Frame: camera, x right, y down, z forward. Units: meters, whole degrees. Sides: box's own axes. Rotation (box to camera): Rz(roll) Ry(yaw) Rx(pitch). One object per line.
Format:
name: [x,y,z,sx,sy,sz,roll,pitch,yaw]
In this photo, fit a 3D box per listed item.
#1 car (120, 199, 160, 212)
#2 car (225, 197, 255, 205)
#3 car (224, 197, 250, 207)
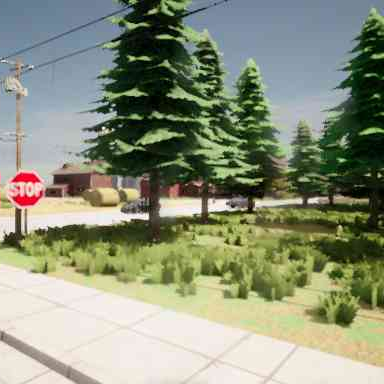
car: [-5.285,1.494,34.389,1.837,1.490,4.892,0,0,34]
car: [7.068,1.549,46.457,2.033,1.411,5.357,0,0,34]
car: [7.210,1.542,53.091,2.033,1.411,5.357,0,0,34]
